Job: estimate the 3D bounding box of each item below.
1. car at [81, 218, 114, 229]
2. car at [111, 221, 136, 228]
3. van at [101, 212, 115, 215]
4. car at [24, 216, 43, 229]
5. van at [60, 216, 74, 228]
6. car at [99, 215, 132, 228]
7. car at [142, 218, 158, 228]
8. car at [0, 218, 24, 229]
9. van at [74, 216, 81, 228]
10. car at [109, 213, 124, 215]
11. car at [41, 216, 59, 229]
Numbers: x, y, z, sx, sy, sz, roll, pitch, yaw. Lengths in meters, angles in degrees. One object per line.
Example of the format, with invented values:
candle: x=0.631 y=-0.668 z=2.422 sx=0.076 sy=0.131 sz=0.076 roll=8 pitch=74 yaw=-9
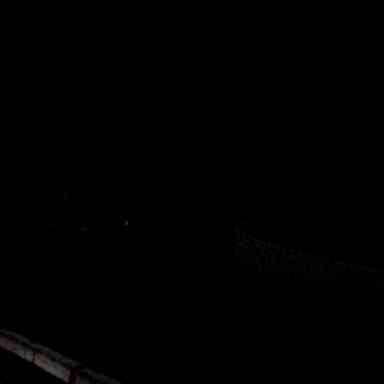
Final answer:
car: x=-15.244 y=5.324 z=53.883 sx=1.994 sy=1.385 sz=4.181 roll=-1 pitch=-6 yaw=24
car: x=-14.152 y=6.686 z=68.685 sx=4.674 sy=1.452 sz=2.002 roll=0 pitch=-5 yaw=5
van: x=-23.362 y=7.465 z=92.454 sx=1.878 sy=1.987 sz=4.442 roll=0 pitch=1 yaw=10
car: x=-24.197 y=4.423 z=46.803 sx=4.674 sy=1.452 sz=2.002 roll=0 pitch=-6 yaw=5
van: x=-21.560 y=4.725 z=52.294 sx=4.442 sy=1.987 sz=1.878 roll=0 pitch=-6 yaw=5
car: x=-15.424 y=6.113 z=65.976 sx=5.566 sy=2.045 sz=2.435 roll=0 pitch=-5 yaw=5
car: x=-8.727 y=6.593 z=68.067 sx=1.837 sy=1.490 sz=4.892 roll=-1 pitch=-6 yaw=24
car: x=-25.438 y=4.139 z=44.055 sx=4.674 sy=1.452 sz=2.002 roll=0 pitch=-5 yaw=4
van: x=-20.304 y=5.008 z=55.035 sx=4.442 sy=1.987 sz=1.878 roll=0 pitch=-6 yaw=5
car: x=-20.780 y=7.606 z=90.786 sx=2.185 sy=1.767 sz=4.553 roll=0 pitch=1 yaw=10
car: x=-23.122 y=4.662 z=49.556 sx=5.366 sy=1.575 sz=1.946 roll=0 pitch=-5 yaw=5
